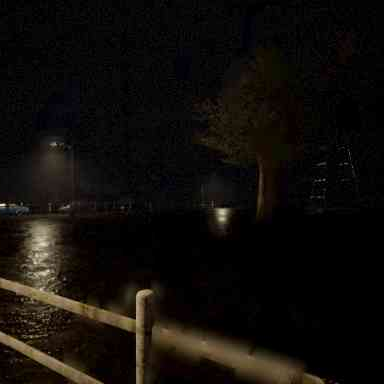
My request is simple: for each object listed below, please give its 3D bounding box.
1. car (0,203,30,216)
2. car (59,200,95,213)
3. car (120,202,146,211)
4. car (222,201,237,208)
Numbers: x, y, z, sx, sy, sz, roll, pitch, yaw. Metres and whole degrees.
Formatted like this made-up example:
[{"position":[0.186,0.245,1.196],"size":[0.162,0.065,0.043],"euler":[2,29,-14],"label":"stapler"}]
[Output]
[{"position":[-20.707,1.951,36.325],"size":[2.033,1.411,5.357],"euler":[-2,-2,35],"label":"car"},{"position":[-15.169,1.912,44.032],"size":[2.097,1.767,4.553],"euler":[-2,-2,36],"label":"car"},{"position":[-9.233,2.259,52.274],"size":[1.812,1.442,4.674],"euler":[-2,-2,36],"label":"car"},{"position":[7.688,2.627,69.501],"size":[1.994,1.385,4.181],"euler":[-2,-2,36],"label":"car"}]
